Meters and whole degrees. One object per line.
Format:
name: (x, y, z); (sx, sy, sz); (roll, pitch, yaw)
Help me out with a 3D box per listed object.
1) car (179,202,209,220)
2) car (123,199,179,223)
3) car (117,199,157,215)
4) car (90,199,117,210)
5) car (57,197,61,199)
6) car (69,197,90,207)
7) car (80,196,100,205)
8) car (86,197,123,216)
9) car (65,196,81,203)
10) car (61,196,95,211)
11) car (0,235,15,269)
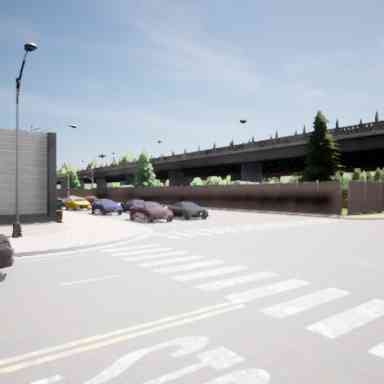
car: (-0.467, 1.503, 27.362); (1.994, 1.385, 4.181); (0, 0, -36)
car: (-3.196, 1.466, 25.161); (1.812, 1.442, 4.674); (0, 0, -36)
car: (-5.833, 1.487, 34.878); (2.033, 1.411, 5.357); (0, 0, -35)
car: (-11.404, 1.540, 42.686); (1.895, 1.301, 4.718); (0, 0, -35)
car: (-19.920, 1.488, 48.634); (2.033, 1.411, 5.357); (0, 0, -35)
car: (-17.365, 1.465, 51.128); (1.812, 1.442, 4.674); (0, 0, -35)
car: (-17.749, 1.416, 57.885); (1.882, 1.535, 5.008); (0, 0, -36)
car: (-8.410, 1.466, 32.469); (1.812, 1.442, 4.674); (0, 0, -36)
car: (-23.678, 1.462, 66.003); (1.812, 1.442, 4.674); (0, 0, -36)
car: (-13.754, 1.418, 39.941); (1.882, 1.535, 5.008); (0, 0, -35)
car: (-6.777, 1.526, 7.773); (4.674, 1.442, 1.812); (0, 0, -35)
